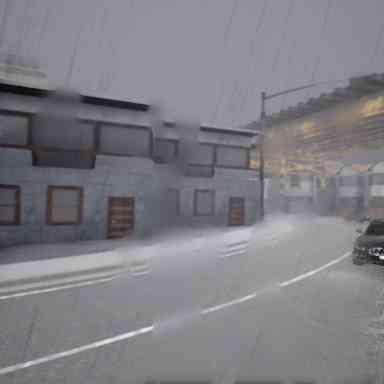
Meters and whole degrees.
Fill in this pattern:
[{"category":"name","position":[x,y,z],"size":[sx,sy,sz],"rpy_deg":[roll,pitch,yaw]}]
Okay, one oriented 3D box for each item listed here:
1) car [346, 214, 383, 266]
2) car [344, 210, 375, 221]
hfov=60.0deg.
[{"category":"car","position":[7.026,1.711,11.610],"size":[1.837,1.490,4.892],"rpy_deg":[0,-1,37]},{"category":"car","position":[18.976,2.725,37.247],"size":[2.033,1.411,5.357],"rpy_deg":[1,-2,0]}]
